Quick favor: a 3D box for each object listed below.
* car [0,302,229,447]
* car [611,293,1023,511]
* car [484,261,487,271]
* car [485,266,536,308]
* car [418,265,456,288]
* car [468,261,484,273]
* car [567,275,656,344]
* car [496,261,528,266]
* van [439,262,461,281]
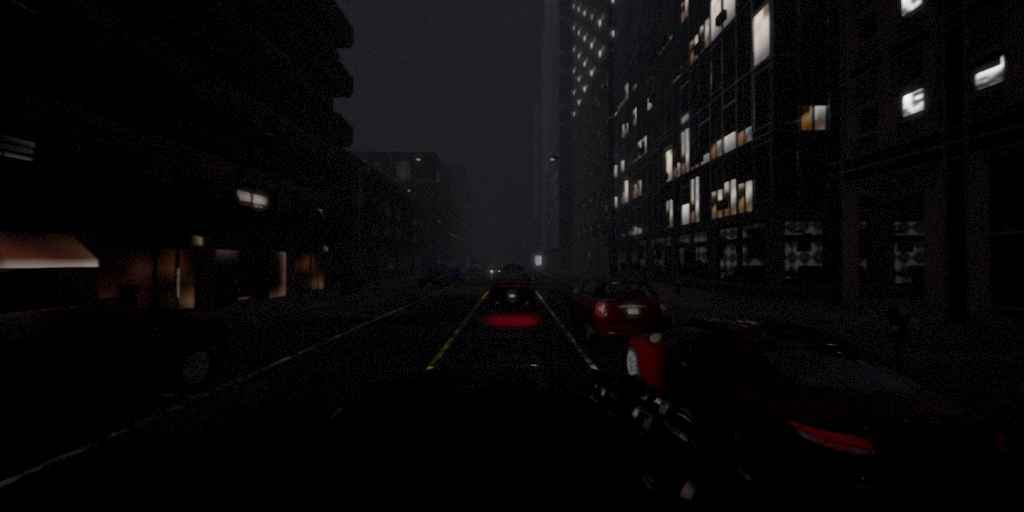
[{"bbox_3d":[-5.691,1.321,4.223,1.888,1.381,4.507,0,0,0],"label":"car"},{"bbox_3d":[2.689,1.358,4.225,1.802,1.307,4.207,0,0,0],"label":"car"},{"bbox_3d":[-5.702,1.957,60.705,1.802,1.307,4.207,0,0,0],"label":"car"},{"bbox_3d":[0.025,1.378,16.102,1.882,1.535,5.008,0,0,0],"label":"car"},{"bbox_3d":[-5.696,1.578,26.816,1.948,1.339,4.313,0,0,0],"label":"car"},{"bbox_3d":[-5.701,1.894,55.057,1.802,1.307,4.207,0,0,0],"label":"car"},{"bbox_3d":[2.688,1.275,9.872,1.967,1.591,4.097,0,0,0],"label":"car"},{"bbox_3d":[0.017,1.400,30.274,2.097,1.767,4.553,0,-1,0],"label":"car"},{"bbox_3d":[-5.696,1.413,32.465,1.690,1.789,3.998,0,0,0],"label":"van"}]
